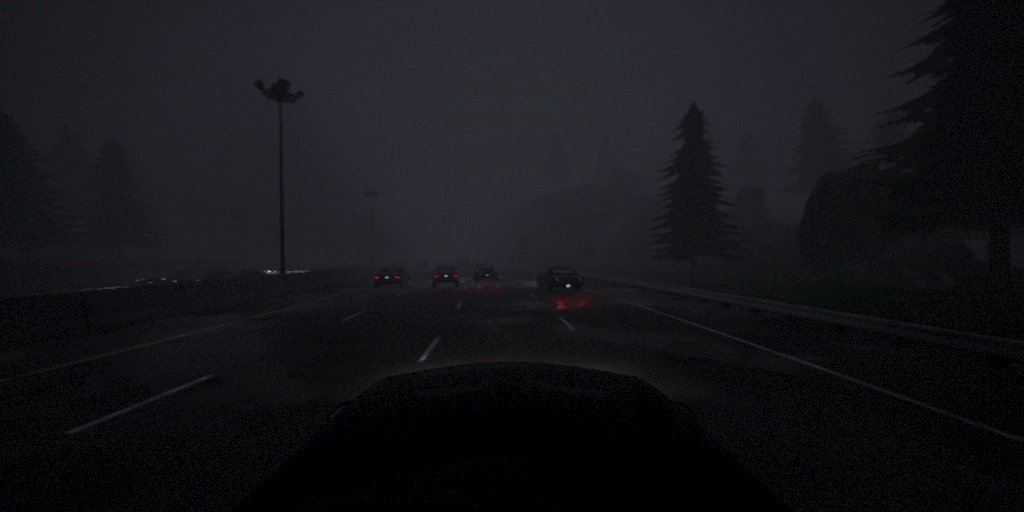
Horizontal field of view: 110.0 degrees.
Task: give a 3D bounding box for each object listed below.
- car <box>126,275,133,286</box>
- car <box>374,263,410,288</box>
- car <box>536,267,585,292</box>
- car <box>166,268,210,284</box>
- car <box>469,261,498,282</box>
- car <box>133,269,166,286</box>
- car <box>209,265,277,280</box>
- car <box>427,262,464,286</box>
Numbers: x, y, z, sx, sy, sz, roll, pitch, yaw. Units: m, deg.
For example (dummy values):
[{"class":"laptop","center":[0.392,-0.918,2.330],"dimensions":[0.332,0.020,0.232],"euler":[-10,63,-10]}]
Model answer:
[{"class":"car","center":[-31.311,1.817,31.518],"dimensions":[1.994,1.385,4.181],"euler":[-1,0,-12]},{"class":"car","center":[-8.427,1.436,25.401],"dimensions":[2.033,1.411,5.357],"euler":[-1,0,-10]},{"class":"car","center":[2.731,1.312,21.324],"dimensions":[1.895,1.301,4.718],"euler":[-1,0,-7]},{"class":"car","center":[-23.392,1.674,27.768],"dimensions":[2.033,1.411,5.357],"euler":[-1,0,-10]},{"class":"car","center":[-2.326,1.319,30.149],"dimensions":[1.812,1.442,4.674],"euler":[-1,0,-10]},{"class":"car","center":[-27.172,1.712,28.791],"dimensions":[1.812,1.442,4.674],"euler":[-1,0,-11]},{"class":"car","center":[-19.618,1.631,26.431],"dimensions":[1.994,1.385,4.181],"euler":[-1,0,-9]},{"class":"car","center":[-4.848,1.380,26.164],"dimensions":[2.033,1.411,5.357],"euler":[-1,0,-11]}]
